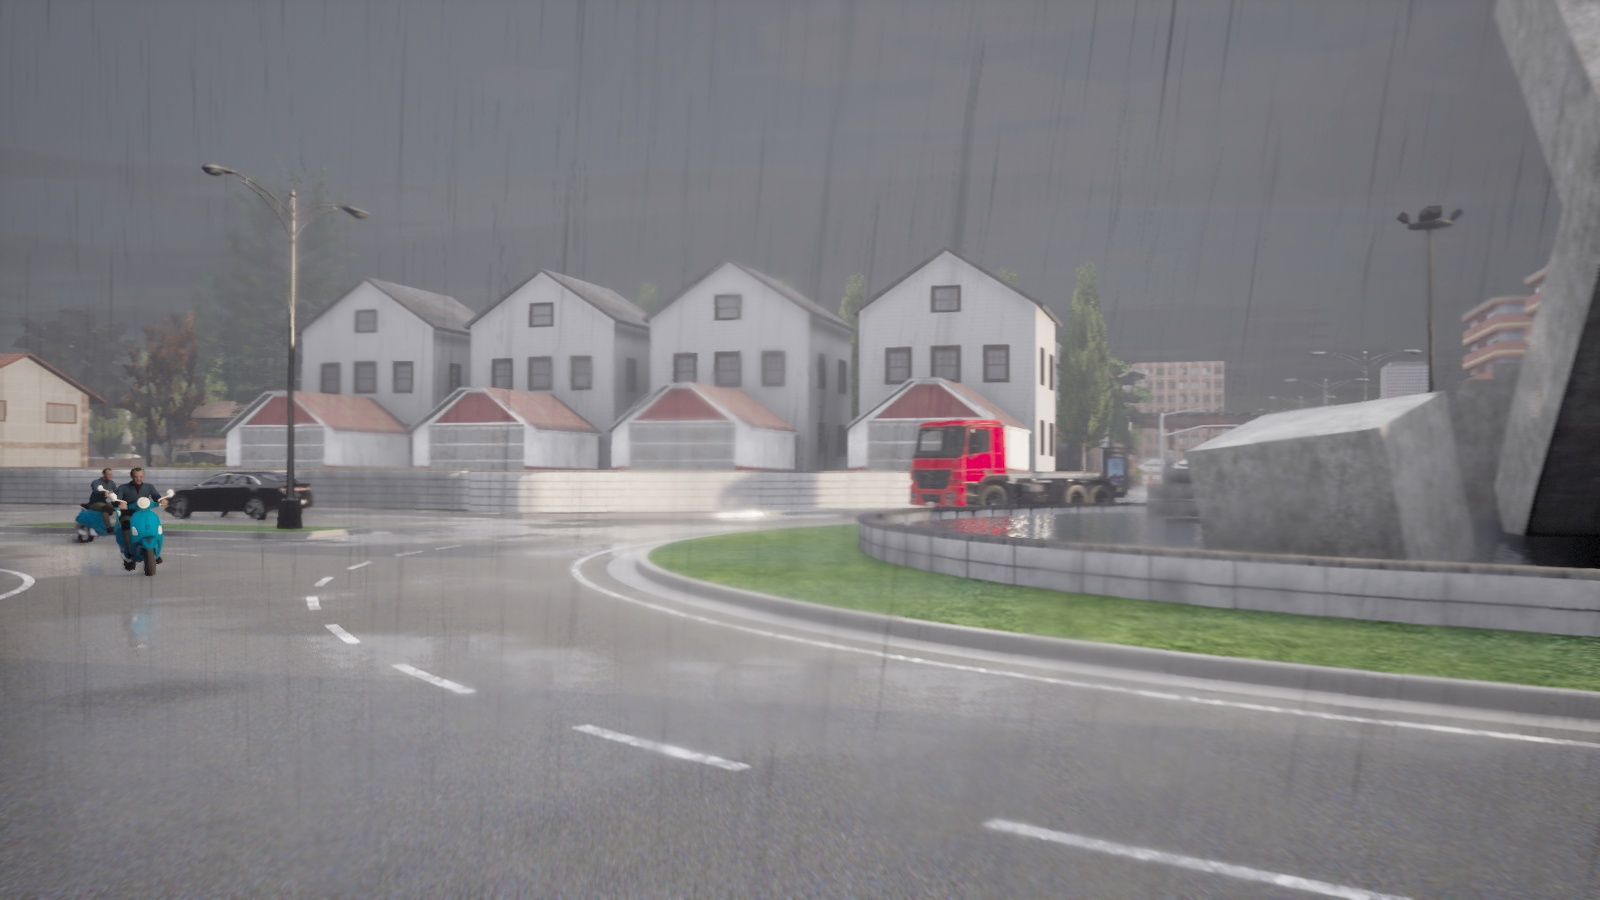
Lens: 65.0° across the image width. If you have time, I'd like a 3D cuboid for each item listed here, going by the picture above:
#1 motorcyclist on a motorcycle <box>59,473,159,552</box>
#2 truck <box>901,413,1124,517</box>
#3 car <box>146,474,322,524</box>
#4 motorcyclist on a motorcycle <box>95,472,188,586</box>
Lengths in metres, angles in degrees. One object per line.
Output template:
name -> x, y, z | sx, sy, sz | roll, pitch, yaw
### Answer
motorcyclist on a motorcycle -> -14.433, 1.285, 26.243 | 1.817, 1.590, 0.866 | -1, -1, 21
truck -> 7.701, 0.551, 45.085 | 7.936, 3.462, 2.891 | 0, -1, -31
car -> -17.880, 1.533, 39.730 | 4.902, 1.511, 2.128 | -1, -1, 17
motorcyclist on a motorcycle -> -9.872, 1.136, 18.801 | 0.866, 1.590, 1.817 | -1, 0, -39
